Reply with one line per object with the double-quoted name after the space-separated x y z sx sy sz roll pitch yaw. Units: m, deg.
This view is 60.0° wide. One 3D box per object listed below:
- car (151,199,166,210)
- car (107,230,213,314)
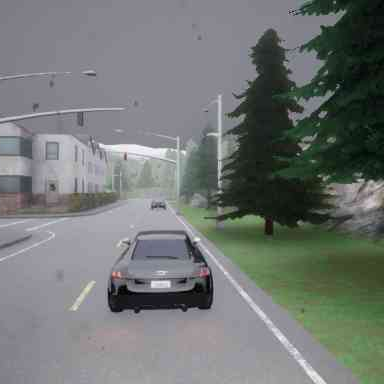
-4.449 1.601 43.918 1.895 1.301 4.718 0 0 -6 "car"
-0.697 1.564 7.750 1.994 1.385 4.181 0 0 -5 "car"
